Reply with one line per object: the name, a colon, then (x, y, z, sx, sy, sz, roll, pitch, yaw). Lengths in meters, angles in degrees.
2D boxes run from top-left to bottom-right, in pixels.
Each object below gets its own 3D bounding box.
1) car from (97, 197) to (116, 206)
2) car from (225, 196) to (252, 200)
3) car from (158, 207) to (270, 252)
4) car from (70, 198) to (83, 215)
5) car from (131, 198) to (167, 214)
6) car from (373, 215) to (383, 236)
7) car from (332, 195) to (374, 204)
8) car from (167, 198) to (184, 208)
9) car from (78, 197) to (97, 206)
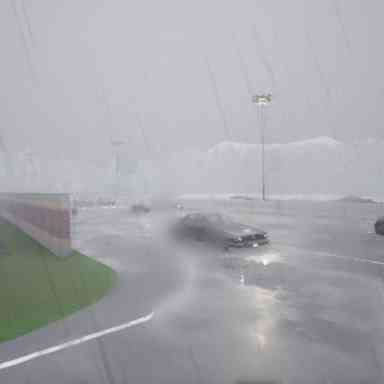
car: (-14.246, 1.538, 54.345, 2.033, 1.411, 5.357, -1, 1, -35)
car: (5.950, 1.246, 44.145, 1.837, 1.490, 4.892, -1, 1, -35)
car: (0.855, 1.609, 14.631, 2.033, 1.411, 5.357, -1, 1, -35)
car: (-13.335, 1.634, 34.730, 1.812, 1.442, 4.674, -1, 1, -35)
car: (-4.853, 1.505, 34.855, 1.812, 1.442, 4.674, -1, 1, -35)
car: (10.148, 1.435, 13.621, 1.837, 1.490, 4.892, -1, 1, -35)
car: (18.495, 1.124, 38.531, 1.812, 1.442, 4.674, -1, 1, -35)
car: (-2.801, 1.414, 37.993, 2.128, 1.511, 4.902, -1, 1, -35)
car: (-17.040, 1.504, 52.231, 1.882, 1.535, 5.008, -1, 0, -35)
